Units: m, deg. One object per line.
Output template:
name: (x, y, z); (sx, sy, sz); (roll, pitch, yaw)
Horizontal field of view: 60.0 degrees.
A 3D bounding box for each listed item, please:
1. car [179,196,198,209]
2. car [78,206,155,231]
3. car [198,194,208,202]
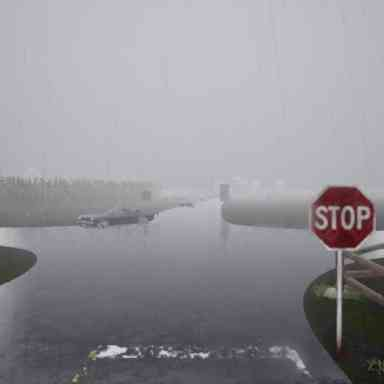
car: (-0.668, 1.559, 45.351); (1.895, 1.301, 4.718); (0, 0, 5)
car: (-4.726, 1.609, 21.131); (1.895, 1.301, 4.718); (0, 1, 45)
car: (2.308, 1.281, 70.775); (1.837, 1.490, 4.892); (0, 0, 8)
